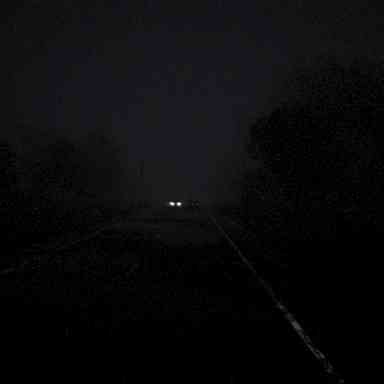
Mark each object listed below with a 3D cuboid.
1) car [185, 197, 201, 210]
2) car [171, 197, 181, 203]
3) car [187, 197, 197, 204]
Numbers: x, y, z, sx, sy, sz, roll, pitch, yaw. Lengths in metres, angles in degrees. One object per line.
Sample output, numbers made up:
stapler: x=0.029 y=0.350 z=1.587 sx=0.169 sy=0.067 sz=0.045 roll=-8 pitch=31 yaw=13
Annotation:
car: x=0.107 y=1.575 z=42.570 sx=2.033 sy=1.411 sz=5.357 roll=0 pitch=0 yaw=0
car: x=-3.488 y=1.666 z=72.925 sx=1.895 sy=1.301 sz=4.718 roll=0 pitch=0 yaw=0
car: x=0.016 y=1.660 z=68.196 sx=1.895 sy=1.301 sz=4.718 roll=0 pitch=0 yaw=0
